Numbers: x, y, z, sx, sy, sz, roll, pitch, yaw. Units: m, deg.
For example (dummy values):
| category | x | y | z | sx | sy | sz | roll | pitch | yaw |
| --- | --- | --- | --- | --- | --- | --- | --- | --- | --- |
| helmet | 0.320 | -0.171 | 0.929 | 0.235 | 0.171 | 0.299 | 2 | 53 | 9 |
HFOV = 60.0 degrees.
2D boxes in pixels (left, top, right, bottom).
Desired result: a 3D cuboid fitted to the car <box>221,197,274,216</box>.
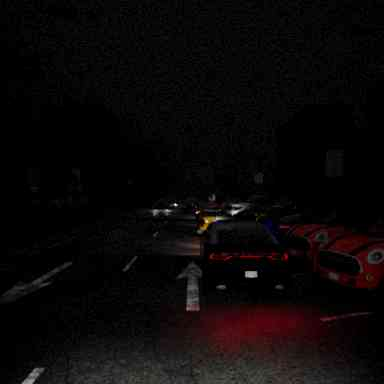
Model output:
| category | x | y | z | sx | sy | sz | roll | pitch | yaw |
| --- | --- | --- | --- | --- | --- | --- | --- | --- | --- |
| car | 5.383 | 1.401 | 32.354 | 4.553 | 1.767 | 2.185 | 1 | 0 | -20 |

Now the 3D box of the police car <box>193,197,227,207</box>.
| category | x | y | z | sx | sy | sz | roll | pitch | yaw |
| --- | --- | --- | --- | --- | --- | --- | --- | --- | --- |
| police car | 1.227 | 1.450 | 25.170 | 1.930 | 1.638 | 5.238 | 0 | 0 | 0 |

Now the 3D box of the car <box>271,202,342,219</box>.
| category | x | y | z | sx | sy | sz | roll | pitch | yaw |
| --- | --- | --- | --- | --- | --- | --- | --- | --- | --- |
| car | 5.365 | 1.364 | 11.349 | 4.553 | 1.767 | 2.185 | 1 | 0 | -20 |

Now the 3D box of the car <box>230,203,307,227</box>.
| category | x | y | z | sx | sy | sz | roll | pitch | yaw |
| --- | --- | --- | --- | --- | --- | --- | --- | --- | --- |
| car | 5.350 | 1.535 | 23.338 | 4.792 | 1.488 | 2.163 | 1 | 0 | -20 |

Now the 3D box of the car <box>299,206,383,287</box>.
| category | x | y | z | sx | sy | sz | roll | pitch | yaw |
| --- | --- | --- | --- | --- | --- | --- | --- | --- | --- |
| car | 5.355 | 1.362 | 8.347 | 4.553 | 1.767 | 2.185 | 1 | 0 | -20 |

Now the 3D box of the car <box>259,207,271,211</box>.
| category | x | y | z | sx | sy | sz | roll | pitch | yaw |
| --- | --- | --- | --- | --- | --- | --- | --- | --- | --- |
| car | 5.339 | 1.532 | 14.345 | 4.674 | 1.452 | 2.002 | 1 | 0 | -20 |

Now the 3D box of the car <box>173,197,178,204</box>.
| category | x | y | z | sx | sy | sz | roll | pitch | yaw |
| --- | --- | --- | --- | --- | --- | --- | --- | --- | --- |
| car | -3.838 | 1.726 | 66.919 | 1.994 | 1.385 | 4.181 | 0 | 0 | 1 |

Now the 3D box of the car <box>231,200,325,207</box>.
| category | x | y | z | sx | sy | sz | roll | pitch | yaw |
| --- | --- | --- | --- | --- | --- | --- | --- | --- | --- |
| car | 5.192 | 1.495 | 20.281 | 5.366 | 1.575 | 1.946 | 1 | 0 | -20 |

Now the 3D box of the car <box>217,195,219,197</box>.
| category | x | y | z | sx | sy | sz | roll | pitch | yaw |
| --- | --- | --- | --- | --- | --- | --- | --- | --- | --- |
| car | 5.394 | 1.410 | 35.355 | 4.553 | 1.767 | 2.185 | 1 | 0 | -20 |

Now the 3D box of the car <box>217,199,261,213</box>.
| category | x | y | z | sx | sy | sz | roll | pitch | yaw |
| --- | --- | --- | --- | --- | --- | --- | --- | --- | --- |
| car | 5.436 | 1.586 | 38.363 | 4.674 | 1.452 | 2.002 | 1 | 0 | -20 |

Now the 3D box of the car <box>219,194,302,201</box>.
| category | x | y | z | sx | sy | sz | roll | pitch | yaw |
| --- | --- | --- | --- | --- | --- | --- | --- | --- | --- |
| car | 5.368 | 1.260 | 26.340 | 5.566 | 2.045 | 2.435 | 1 | 0 | -20 |

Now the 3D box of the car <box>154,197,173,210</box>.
| category | x | y | z | sx | sy | sz | roll | pitch | yaw |
| --- | --- | --- | --- | --- | --- | --- | --- | --- | --- |
| car | -4.056 | 1.562 | 45.361 | 1.882 | 1.535 | 5.008 | 0 | 0 | 0 |

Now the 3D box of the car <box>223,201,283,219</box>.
| category | x | y | z | sx | sy | sz | roll | pitch | yaw |
| --- | --- | --- | --- | --- | --- | --- | --- | --- | --- |
| car | 5.377 | 1.549 | 29.340 | 4.792 | 1.488 | 2.163 | 1 | 0 | -20 |

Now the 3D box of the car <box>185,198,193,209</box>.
| category | x | y | z | sx | sy | sz | roll | pitch | yaw |
| --- | --- | --- | --- | --- | --- | --- | --- | --- | --- |
| car | 0.100 | 1.569 | 47.140 | 1.882 | 1.535 | 5.008 | 0 | 0 | 1 |

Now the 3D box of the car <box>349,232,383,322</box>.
| category | x | y | z | sx | sy | sz | roll | pitch | yaw |
| --- | --- | --- | --- | --- | --- | --- | --- | --- | --- |
| car | 5.286 | 1.515 | 5.327 | 4.792 | 1.488 | 2.163 | 1 | 0 | -20 |

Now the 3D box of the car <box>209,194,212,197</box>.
| category | x | y | z | sx | sy | sz | roll | pitch | yaw |
| --- | --- | --- | --- | --- | --- | --- | --- | --- | --- |
| car | 5.483 | 1.369 | 59.413 | 5.566 | 2.045 | 2.435 | 1 | 0 | -20 |

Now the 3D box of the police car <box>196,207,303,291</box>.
| category | x | y | z | sx | sy | sz | roll | pitch | yaw |
| --- | --- | --- | --- | --- | --- | --- | --- | --- | --- |
| police car | 1.177 | 1.427 | 9.170 | 1.930 | 1.638 | 5.238 | 0 | 0 | 0 |

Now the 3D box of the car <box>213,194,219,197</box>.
| category | x | y | z | sx | sy | sz | roll | pitch | yaw |
| --- | --- | --- | --- | --- | --- | --- | --- | --- | --- |
| car | 5.478 | 1.431 | 41.372 | 4.553 | 1.767 | 2.185 | 1 | 0 | -20 |

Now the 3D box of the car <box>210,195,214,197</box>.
| category | x | y | z | sx | sy | sz | roll | pitch | yaw |
| --- | --- | --- | --- | --- | --- | --- | --- | --- | --- |
| car | 5.444 | 1.566 | 44.375 | 5.008 | 1.535 | 2.097 | 1 | 0 | -20 |

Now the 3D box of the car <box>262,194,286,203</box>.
| category | x | y | z | sx | sy | sz | roll | pitch | yaw |
| --- | --- | --- | --- | --- | --- | --- | --- | --- | --- |
| car | 18.467 | 1.435 | 75.390 | 2.435 | 2.045 | 5.566 | 0 | 0 | -21 |

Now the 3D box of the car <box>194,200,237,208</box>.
| category | x | y | z | sx | sy | sz | roll | pitch | yaw |
| --- | --- | --- | --- | --- | --- | --- | --- | --- | --- |
| car | 1.207 | 1.469 | 19.250 | 1.801 | 1.575 | 5.366 | 0 | 0 | 0 |
